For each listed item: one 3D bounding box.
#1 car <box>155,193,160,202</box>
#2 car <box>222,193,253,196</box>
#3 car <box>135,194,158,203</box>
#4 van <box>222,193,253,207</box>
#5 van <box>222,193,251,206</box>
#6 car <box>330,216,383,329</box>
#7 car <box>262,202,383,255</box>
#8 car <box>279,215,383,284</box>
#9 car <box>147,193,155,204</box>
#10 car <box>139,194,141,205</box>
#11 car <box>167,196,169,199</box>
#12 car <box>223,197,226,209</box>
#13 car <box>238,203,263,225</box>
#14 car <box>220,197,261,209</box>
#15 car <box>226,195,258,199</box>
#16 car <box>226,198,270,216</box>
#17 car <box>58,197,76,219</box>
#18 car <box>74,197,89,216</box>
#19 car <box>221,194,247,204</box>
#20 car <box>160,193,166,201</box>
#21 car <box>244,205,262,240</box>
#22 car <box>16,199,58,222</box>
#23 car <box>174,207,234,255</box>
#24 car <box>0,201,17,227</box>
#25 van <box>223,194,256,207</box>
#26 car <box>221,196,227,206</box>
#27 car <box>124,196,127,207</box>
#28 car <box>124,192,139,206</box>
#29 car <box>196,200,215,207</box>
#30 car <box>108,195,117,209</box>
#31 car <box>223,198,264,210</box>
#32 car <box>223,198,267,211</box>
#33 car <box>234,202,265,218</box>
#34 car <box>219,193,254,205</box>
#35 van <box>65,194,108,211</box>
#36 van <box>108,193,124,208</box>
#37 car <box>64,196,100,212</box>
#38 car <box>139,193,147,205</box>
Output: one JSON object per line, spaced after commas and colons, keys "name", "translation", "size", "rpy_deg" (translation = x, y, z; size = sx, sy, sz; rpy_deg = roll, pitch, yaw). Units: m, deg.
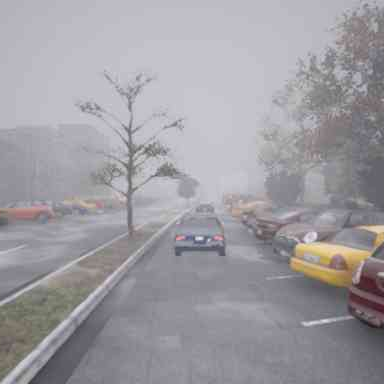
{"name": "car", "translation": [-9.832, 1.247, 66.848], "size": [5.566, 2.045, 2.435], "rpy_deg": [-1, 0, -16]}
{"name": "car", "translation": [6.339, 1.237, 37.821], "size": [5.566, 2.045, 2.435], "rpy_deg": [1, 0, -16]}
{"name": "car", "translation": [-9.601, 1.374, 69.835], "size": [4.553, 1.767, 2.185], "rpy_deg": [-1, 0, -16]}
{"name": "van", "translation": [7.251, 1.262, 52.619], "size": [4.442, 1.987, 1.878], "rpy_deg": [1, 0, -16]}
{"name": "van", "translation": [7.460, 1.262, 55.589], "size": [4.442, 1.987, 1.878], "rpy_deg": [1, 0, -16]}
{"name": "car", "translation": [4.843, 1.362, 5.229], "size": [4.553, 1.767, 2.185], "rpy_deg": [1, 0, -19]}
{"name": "car", "translation": [5.017, 1.362, 11.164], "size": [4.553, 1.767, 2.185], "rpy_deg": [1, 0, -18]}
{"name": "car", "translation": [5.094, 1.487, 8.260], "size": [5.366, 1.575, 1.946], "rpy_deg": [1, 0, -19]}
{"name": "car", "translation": [-10.266, 1.245, 60.849], "size": [5.566, 2.045, 2.435], "rpy_deg": [-1, 0, -16]}
{"name": "car", "translation": [-10.938, 1.494, 51.844], "size": [5.008, 1.535, 2.097], "rpy_deg": [-1, 0, -16]}
{"name": "car", "translation": [-8.750, 1.240, 81.849], "size": [5.566, 2.045, 2.435], "rpy_deg": [-1, 0, -16]}
{"name": "car", "translation": [5.912, 1.488, 31.882], "size": [4.892, 1.521, 2.231], "rpy_deg": [1, 0, -16]}
{"name": "car", "translation": [5.138, 1.516, 17.064], "size": [4.792, 1.488, 2.163], "rpy_deg": [1, 0, -18]}
{"name": "car", "translation": [6.759, 1.483, 46.662], "size": [5.366, 1.575, 1.946], "rpy_deg": [1, 0, -16]}
{"name": "car", "translation": [5.710, 1.361, 28.912], "size": [4.553, 1.767, 2.185], "rpy_deg": [1, 0, -16]}
{"name": "car", "translation": [5.563, 1.487, 25.959], "size": [5.008, 1.535, 2.097], "rpy_deg": [1, 0, -17]}
{"name": "car", "translation": [-12.565, 1.487, 27.810], "size": [4.892, 1.521, 2.231], "rpy_deg": [-1, 0, -17]}
{"name": "car", "translation": [-12.406, 1.487, 30.825], "size": [5.008, 1.535, 2.097], "rpy_deg": [-1, 0, -17]}
{"name": "car", "translation": [8.177, 1.364, 64.526], "size": [4.553, 1.767, 2.185], "rpy_deg": [1, 0, -16]}
{"name": "car", "translation": [-9.183, 1.501, 75.839], "size": [5.008, 1.535, 2.097], "rpy_deg": [-1, 0, -16]}
{"name": "car", "translation": [5.060, 1.487, 14.120], "size": [5.008, 1.535, 2.097], "rpy_deg": [1, 0, -18]}
{"name": "car", "translation": [-12.721, 1.358, 24.794], "size": [4.553, 1.767, 2.185], "rpy_deg": [-1, 0, -17]}
{"name": "car", "translation": [0.323, 1.551, 13.222], "size": [2.033, 1.411, 5.357], "rpy_deg": [0, 0, 2]}
{"name": "car", "translation": [-13.025, 1.480, 18.755], "size": [5.008, 1.535, 2.097], "rpy_deg": [-1, 0, -18]}
{"name": "van", "translation": [7.041, 1.261, 49.648], "size": [4.442, 1.987, 1.878], "rpy_deg": [1, 0, -16]}
{"name": "car", "translation": [5.933, 1.482, 34.789], "size": [5.366, 1.575, 1.946], "rpy_deg": [1, 0, -16]}
{"name": "car", "translation": [-11.368, 1.493, 45.849], "size": [5.008, 1.535, 2.097], "rpy_deg": [-1, 0, -16]}
{"name": "car", "translation": [-11.179, 1.243, 48.834], "size": [5.566, 2.045, 2.435], "rpy_deg": [-1, 0, -16]}
{"name": "car", "translation": [1.384, 1.534, 34.796], "size": [1.812, 1.442, 4.674], "rpy_deg": [0, 0, 4]}
{"name": "car", "translation": [-11.820, 1.521, 39.832], "size": [4.792, 1.488, 2.163], "rpy_deg": [-1, 0, -16]}
{"name": "car", "translation": [6.755, 1.518, 43.758], "size": [4.792, 1.488, 2.163], "rpy_deg": [1, 0, -16]}
{"name": "car", "translation": [6.491, 1.517, 40.766], "size": [4.792, 1.488, 2.163], "rpy_deg": [1, 0, -16]}
{"name": "car", "translation": [5.315, 1.517, 20.053], "size": [4.792, 1.488, 2.163], "rpy_deg": [1, 0, -17]}
{"name": "car", "translation": [7.812, 1.239, 58.602], "size": [5.566, 2.045, 2.435], "rpy_deg": [1, 0, -16]}
{"name": "van", "translation": [-11.893, 1.262, 36.874], "size": [4.442, 1.987, 1.878], "rpy_deg": [-1, 0, -16]}
{"name": "van", "translation": [-11.473, 1.265, 42.885], "size": [4.442, 1.987, 1.878], "rpy_deg": [-1, 0, -16]}
{"name": "car", "translation": [-12.380, 1.488, 33.773], "size": [5.366, 1.575, 1.946], "rpy_deg": [-1, 0, -16]}
{"name": "car", "translation": [-10.748, 1.244, 54.827], "size": [5.566, 2.045, 2.435], "rpy_deg": [-1, 0, -16]}
